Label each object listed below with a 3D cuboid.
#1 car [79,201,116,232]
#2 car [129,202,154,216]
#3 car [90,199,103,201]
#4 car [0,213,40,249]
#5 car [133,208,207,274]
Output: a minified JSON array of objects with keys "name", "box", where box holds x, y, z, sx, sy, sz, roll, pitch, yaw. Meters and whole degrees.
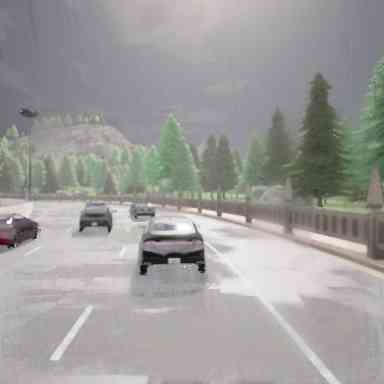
[{"name":"car","box":[-5.869,1.550,20.745,1.837,1.490,4.892,0,0,-12]},{"name":"car","box":[-4.521,1.592,29.993,2.033,1.411,5.357,0,0,-17]},{"name":"car","box":[-10.694,1.575,36.999,2.128,1.511,4.902,0,0,-21]},{"name":"car","box":[-8.300,1.619,14.811,1.994,1.385,4.181,0,0,-9]},{"name":"car","box":[-0.695,1.502,10.687,2.128,1.511,4.902,0,0,-6]}]
